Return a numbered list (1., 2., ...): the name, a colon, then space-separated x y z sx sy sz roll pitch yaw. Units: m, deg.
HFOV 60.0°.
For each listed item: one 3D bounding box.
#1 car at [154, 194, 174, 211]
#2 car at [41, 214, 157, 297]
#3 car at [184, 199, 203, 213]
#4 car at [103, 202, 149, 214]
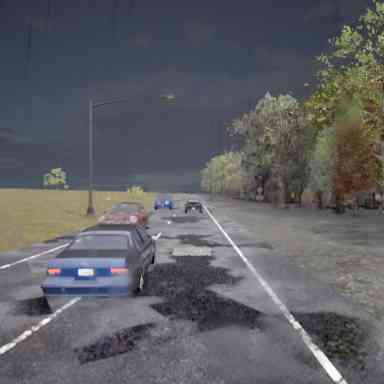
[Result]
1. car: -3.519 1.239 42.328 2.150 2.045 5.566 0 0 0
2. car: -2.043 1.553 8.750 2.033 1.411 5.357 0 0 -1
3. car: 0.172 1.521 37.865 1.837 1.490 4.892 0 0 0
4. car: -3.639 1.363 18.241 2.097 1.767 4.553 0 0 1
